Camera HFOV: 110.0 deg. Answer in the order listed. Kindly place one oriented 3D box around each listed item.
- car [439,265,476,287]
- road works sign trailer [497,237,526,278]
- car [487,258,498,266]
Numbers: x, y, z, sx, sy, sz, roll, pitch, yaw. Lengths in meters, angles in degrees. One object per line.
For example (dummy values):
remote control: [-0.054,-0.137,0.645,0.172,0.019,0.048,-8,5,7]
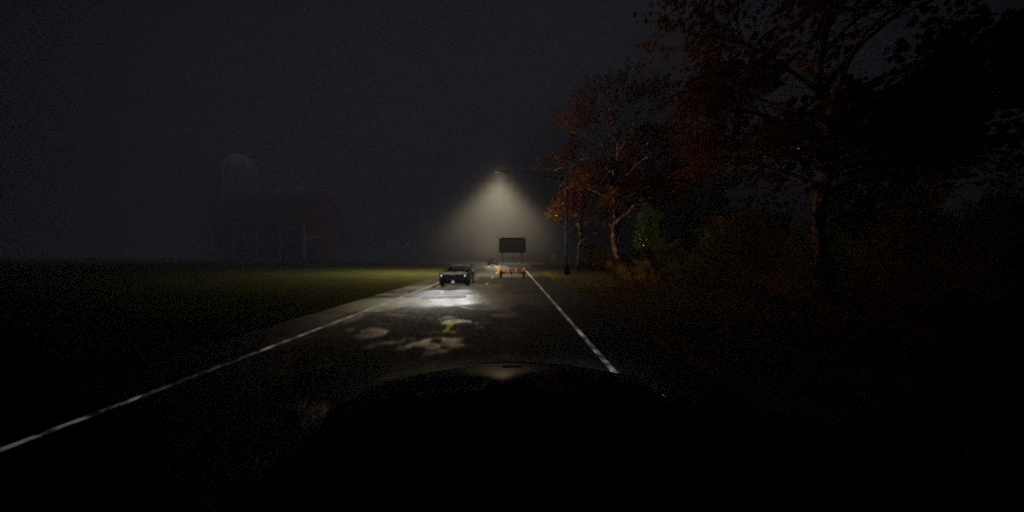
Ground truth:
car: [-3.590,1.277,24.052,1.895,1.301,4.718,0,0,0]
road works sign trailer: [0.024,0.113,32.009,2.380,3.560,2.880,0,0,0]
car: [-3.502,1.031,64.677,1.837,1.490,4.892,0,0,1]
